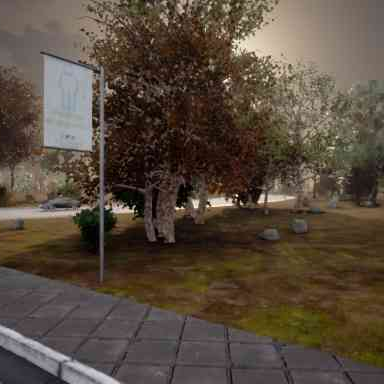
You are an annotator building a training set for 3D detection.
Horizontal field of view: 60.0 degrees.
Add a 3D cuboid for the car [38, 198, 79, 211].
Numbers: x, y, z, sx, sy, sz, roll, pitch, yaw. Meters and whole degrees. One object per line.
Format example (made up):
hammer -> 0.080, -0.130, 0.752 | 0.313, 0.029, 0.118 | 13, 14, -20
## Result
car -> -16.142, 1.481, 40.575 | 2.128, 1.511, 4.902 | 0, 0, 38
